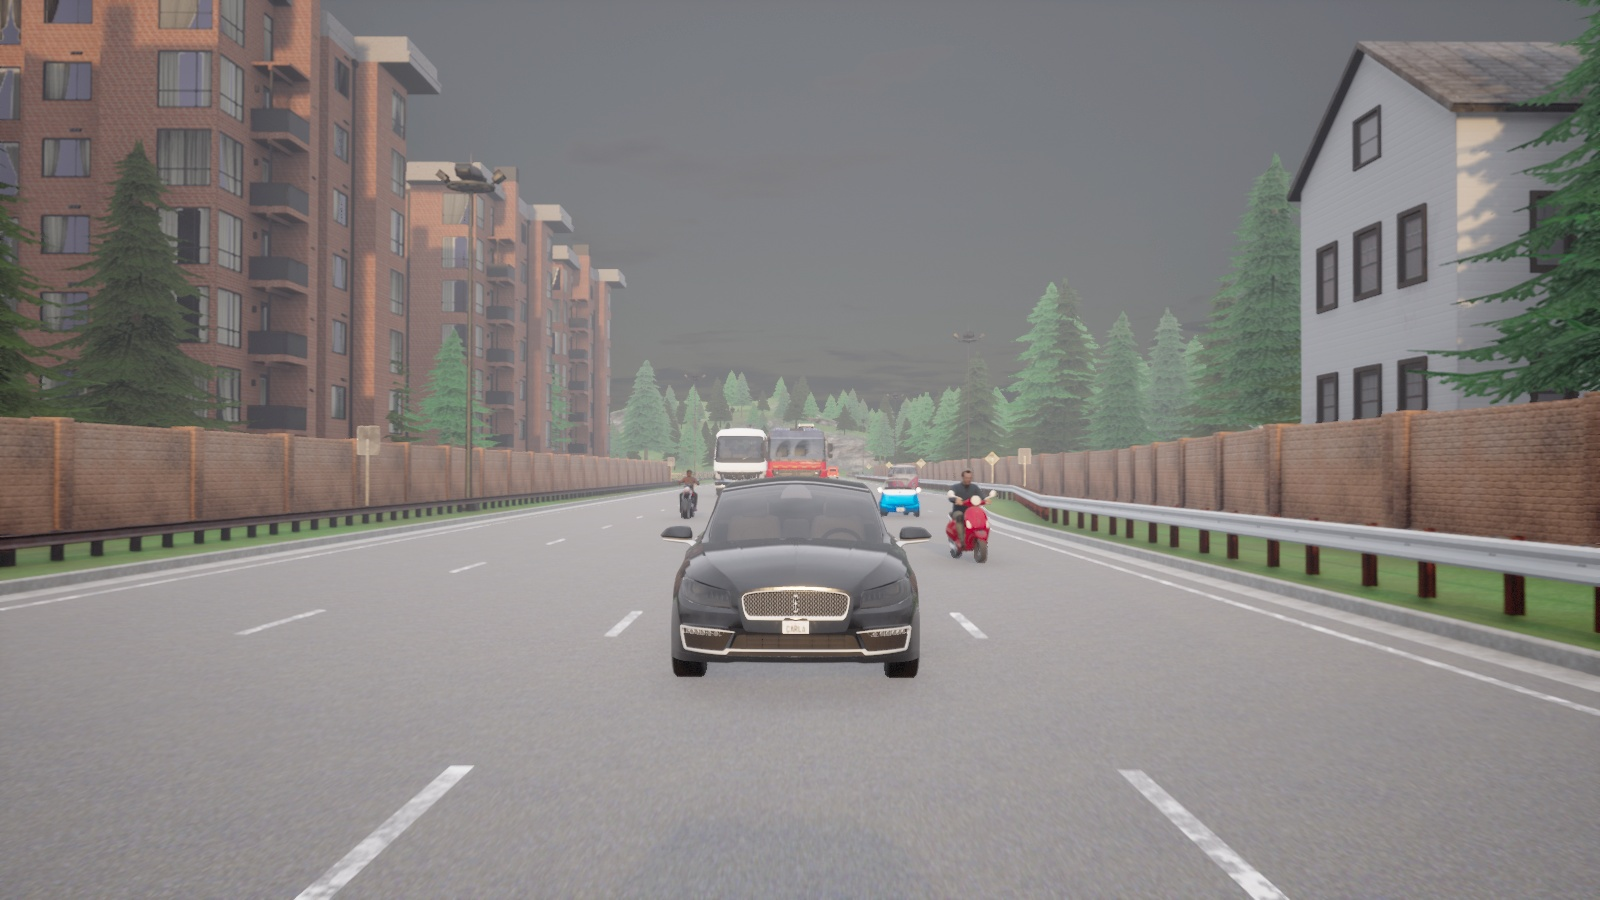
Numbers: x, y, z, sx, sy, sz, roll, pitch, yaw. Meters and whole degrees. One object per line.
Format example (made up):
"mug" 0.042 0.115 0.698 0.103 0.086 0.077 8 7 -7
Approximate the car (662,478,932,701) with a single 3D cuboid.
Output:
"car" -0.027 1.004 11.028 1.837 1.490 4.892 0 -1 0

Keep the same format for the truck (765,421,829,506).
"truck" -0.153 0.677 61.339 2.891 3.827 8.468 0 -1 0

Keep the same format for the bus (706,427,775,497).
"bus" -3.702 0.812 81.213 3.944 4.253 10.273 0 -1 0

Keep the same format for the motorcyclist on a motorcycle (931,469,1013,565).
"motorcyclist on a motorcycle" 2.960 1.121 21.805 0.866 1.590 1.817 0 -1 -11

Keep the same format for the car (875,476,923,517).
"car" 3.395 1.580 43.269 1.481 1.376 2.207 0 -1 0

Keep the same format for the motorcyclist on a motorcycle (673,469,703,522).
"motorcyclist on a motorcycle" -3.598 1.457 40.492 0.766 1.649 2.350 0 -1 0

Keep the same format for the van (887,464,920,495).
"van" 6.799 1.924 82.696 1.775 1.987 4.442 0 -1 0
